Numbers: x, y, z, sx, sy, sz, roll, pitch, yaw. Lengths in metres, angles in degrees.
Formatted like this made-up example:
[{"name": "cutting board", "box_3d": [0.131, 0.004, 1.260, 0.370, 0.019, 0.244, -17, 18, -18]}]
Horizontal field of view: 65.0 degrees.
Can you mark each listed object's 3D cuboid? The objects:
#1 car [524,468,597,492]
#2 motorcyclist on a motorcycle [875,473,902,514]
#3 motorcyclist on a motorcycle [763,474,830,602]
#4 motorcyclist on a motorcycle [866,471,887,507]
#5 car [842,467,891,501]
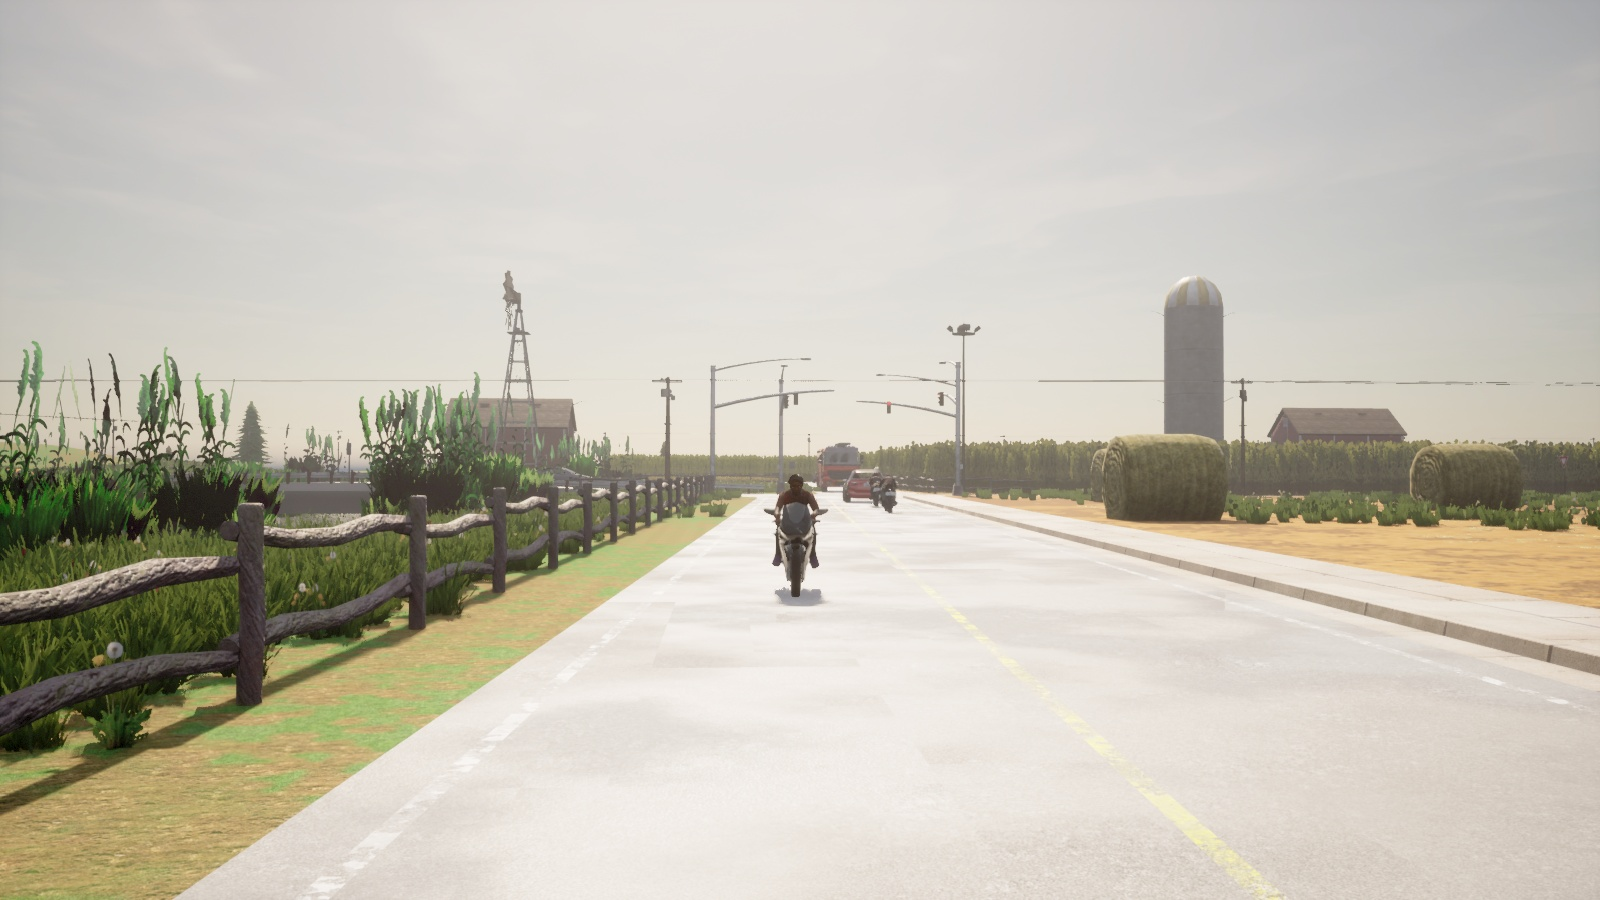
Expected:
[{"name": "car", "box_3d": [-15.365, 1.918, 80.726, 4.181, 1.385, 1.994, 2, -1, 3]}, {"name": "motorcyclist on a motorcycle", "box_3d": [3.378, 1.639, 47.952, 0.866, 1.530, 2.191, 0, -1, 0]}, {"name": "motorcyclist on a motorcycle", "box_3d": [-0.041, 1.066, 16.035, 0.797, 1.523, 2.044, 0, -1, 0]}, {"name": "motorcyclist on a motorcycle", "box_3d": [3.359, 1.710, 55.360, 0.797, 1.523, 2.044, 0, -1, 0]}, {"name": "car", "box_3d": [3.340, 1.719, 64.063, 2.242, 1.667, 4.611, 0, -1, 0]}]
